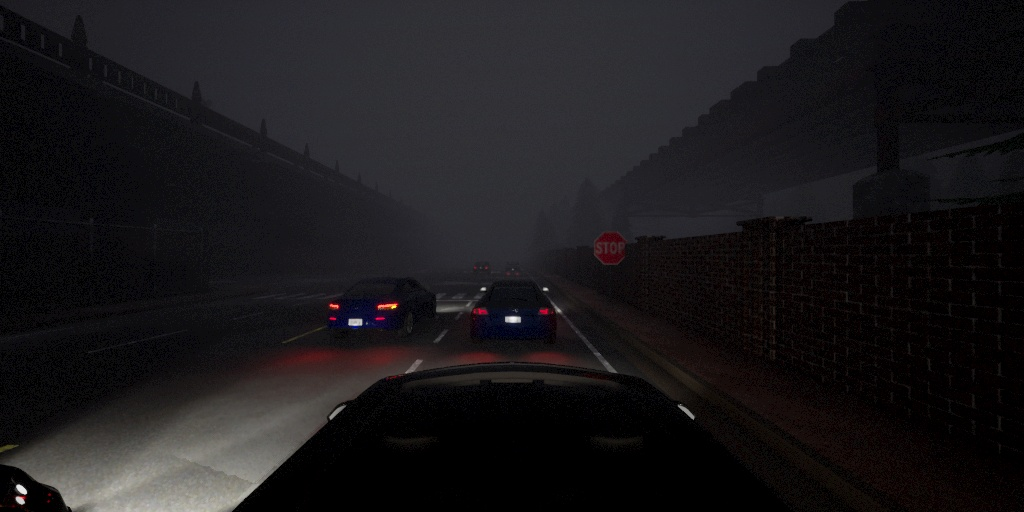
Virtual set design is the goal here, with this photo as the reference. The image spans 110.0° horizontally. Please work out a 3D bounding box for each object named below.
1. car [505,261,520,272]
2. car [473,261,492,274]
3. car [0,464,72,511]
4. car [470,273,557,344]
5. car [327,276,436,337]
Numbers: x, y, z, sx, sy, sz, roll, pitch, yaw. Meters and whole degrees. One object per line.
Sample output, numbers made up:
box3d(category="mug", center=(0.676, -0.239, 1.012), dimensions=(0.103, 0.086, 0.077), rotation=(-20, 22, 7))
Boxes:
box3d(category="car", center=(0.071, 1.351, 46.170), dimensions=(1.895, 1.301, 4.718), rotation=(0, 0, -1))
box3d(category="car", center=(-3.347, 1.298, 40.759), dimensions=(2.033, 1.411, 5.357), rotation=(0, 0, -1))
box3d(category="car", center=(-3.402, 1.314, 0.175), dimensions=(1.994, 1.385, 4.181), rotation=(0, 0, 0))
box3d(category="car", center=(0.063, 1.314, 9.593), dimensions=(1.994, 1.385, 4.181), rotation=(0, 0, 1))
box3d(category="car", center=(-3.419, 1.276, 10.113), dimensions=(1.812, 1.442, 4.674), rotation=(0, 0, 0))
